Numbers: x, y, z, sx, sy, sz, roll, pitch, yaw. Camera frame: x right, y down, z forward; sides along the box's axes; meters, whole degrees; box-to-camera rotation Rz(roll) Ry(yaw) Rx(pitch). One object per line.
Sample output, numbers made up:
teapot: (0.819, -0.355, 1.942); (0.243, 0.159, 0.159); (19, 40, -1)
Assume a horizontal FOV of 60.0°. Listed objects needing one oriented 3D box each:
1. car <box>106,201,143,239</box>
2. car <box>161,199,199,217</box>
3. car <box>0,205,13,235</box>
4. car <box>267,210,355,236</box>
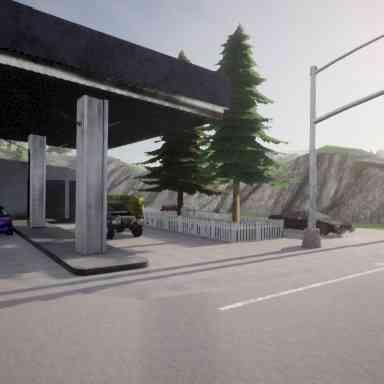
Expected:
car: (-4.313, 1.448, 18.354); (1.905, 1.878, 3.866); (1, 0, -35)
car: (-1.287, 1.540, 33.194); (2.097, 1.767, 4.553); (1, 0, -35)
car: (-11.442, 1.524, 18.627); (2.242, 1.667, 4.611); (1, 0, -35)
car: (7.230, 1.834, 20.869); (2.033, 1.411, 5.357); (1, 0, -35)
